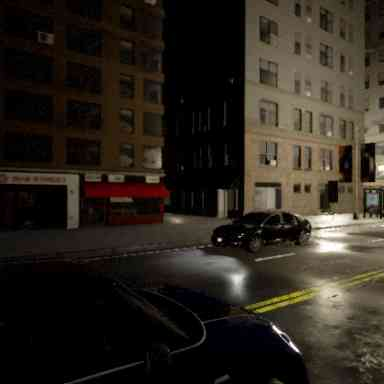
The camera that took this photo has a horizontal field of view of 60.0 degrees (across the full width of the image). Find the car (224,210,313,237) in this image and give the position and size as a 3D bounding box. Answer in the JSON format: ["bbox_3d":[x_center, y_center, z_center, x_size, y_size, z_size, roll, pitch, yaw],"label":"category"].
[{"bbox_3d":[3.003,1.536,13.811,4.892,1.490,1.837,0,0,-35],"label":"car"}]

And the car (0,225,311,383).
[{"bbox_3d":[-1.132,1.355,2.638,4.553,1.767,2.097,0,0,-35],"label":"car"}]
